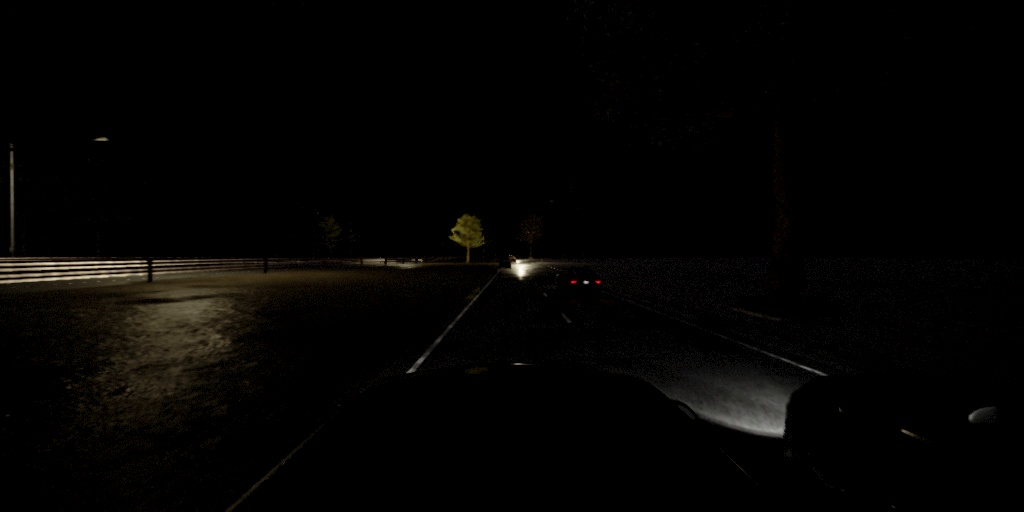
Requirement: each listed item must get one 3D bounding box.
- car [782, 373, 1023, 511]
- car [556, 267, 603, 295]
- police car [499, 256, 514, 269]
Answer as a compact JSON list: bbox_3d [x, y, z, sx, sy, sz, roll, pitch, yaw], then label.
[{"bbox_3d":[3.602,1.314,1.722,1.994,1.385,4.181,0,0,0],"label":"car"},{"bbox_3d":[3.601,1.336,19.916,2.033,1.411,5.357,0,0,0],"label":"car"},{"bbox_3d":[-1.046,1.163,55.265,1.930,1.638,5.238,0,0,0],"label":"police car"}]
